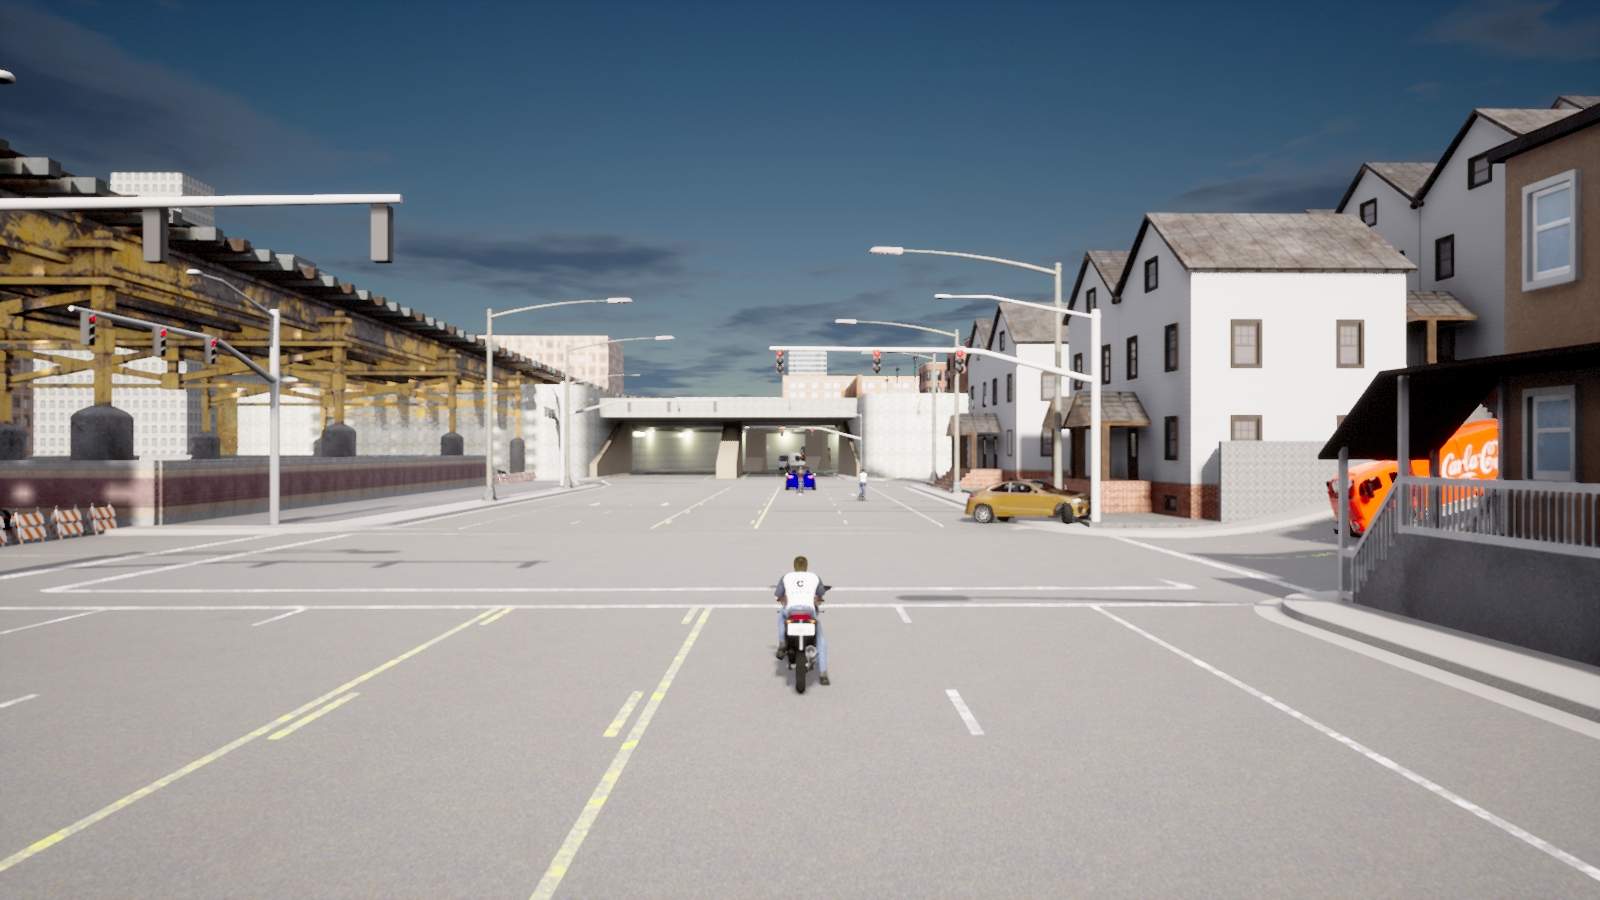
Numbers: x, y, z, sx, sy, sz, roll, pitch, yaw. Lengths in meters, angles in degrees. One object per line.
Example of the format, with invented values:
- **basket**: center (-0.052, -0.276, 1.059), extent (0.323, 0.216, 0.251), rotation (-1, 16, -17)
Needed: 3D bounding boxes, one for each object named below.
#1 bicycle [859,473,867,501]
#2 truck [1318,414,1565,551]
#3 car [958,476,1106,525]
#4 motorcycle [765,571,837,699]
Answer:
- **bicycle**: center (3.540, 2.081, 64.333), extent (0.373, 1.521, 1.643), rotation (0, 0, 0)
- **truck**: center (18.384, 0.909, 33.001), extent (5.204, 2.467, 2.627), rotation (-16, 0, -1)
- **car**: center (8.837, 1.942, 43.667), extent (5.027, 1.651, 2.152), rotation (-3, 0, 36)
- **motorcycle**: center (0.010, 2.182, 13.839), extent (0.803, 1.224, 2.033), rotation (0, 0, 0)
